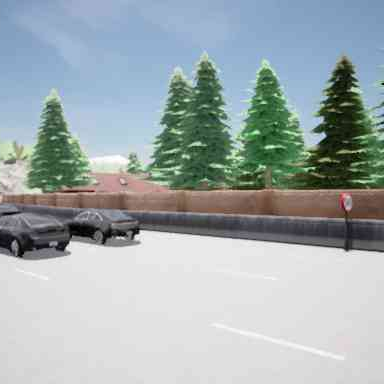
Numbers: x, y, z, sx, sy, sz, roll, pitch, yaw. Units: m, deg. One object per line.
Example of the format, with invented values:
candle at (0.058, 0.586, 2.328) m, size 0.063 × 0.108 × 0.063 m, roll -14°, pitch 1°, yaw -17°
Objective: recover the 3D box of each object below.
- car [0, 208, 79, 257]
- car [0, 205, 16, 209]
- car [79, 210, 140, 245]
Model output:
car at (-6.866, 1.639, 13.622) m, size 4.892 × 1.490 × 1.837 m, roll 0°, pitch 0°, yaw 40°
car at (-14.552, 1.767, 25.501) m, size 1.837 × 1.490 × 4.892 m, roll 0°, pitch 0°, yaw -44°
car at (-4.618, 1.624, 16.305) m, size 4.902 × 1.511 × 2.128 m, roll -1°, pitch 0°, yaw 40°
